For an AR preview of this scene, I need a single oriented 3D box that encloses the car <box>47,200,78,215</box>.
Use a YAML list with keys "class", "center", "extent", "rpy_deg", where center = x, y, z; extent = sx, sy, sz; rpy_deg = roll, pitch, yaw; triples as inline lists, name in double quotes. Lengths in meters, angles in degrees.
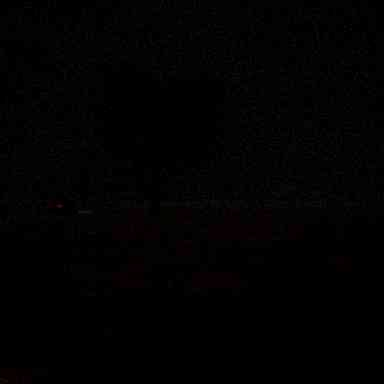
- class: "car"
  center: [-18.714, 2.158, 48.431]
  extent: [2.150, 2.045, 5.566]
  rpy_deg: [1, -1, 9]
